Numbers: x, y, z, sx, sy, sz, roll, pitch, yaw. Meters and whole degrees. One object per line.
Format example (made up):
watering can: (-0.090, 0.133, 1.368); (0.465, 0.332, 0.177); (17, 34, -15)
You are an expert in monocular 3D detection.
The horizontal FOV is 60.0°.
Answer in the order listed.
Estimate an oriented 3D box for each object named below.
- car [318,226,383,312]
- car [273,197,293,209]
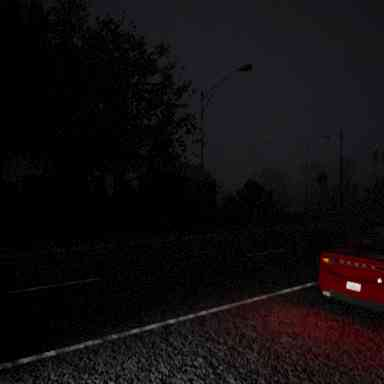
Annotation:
car: (4.796, 1.468, 7.146); (5.008, 1.535, 1.882); (0, 0, -35)
car: (11.306, 1.436, 44.935); (1.882, 1.535, 5.008); (0, 0, -32)
